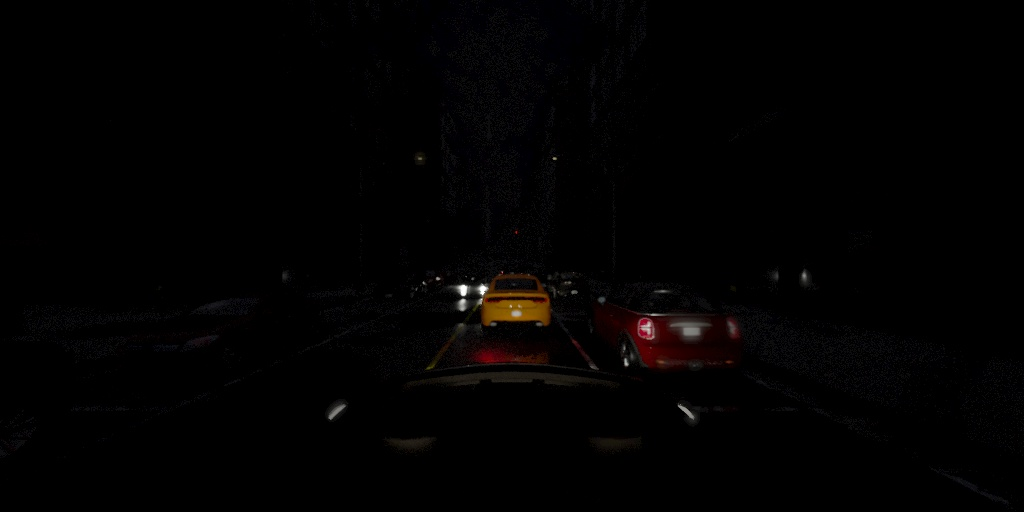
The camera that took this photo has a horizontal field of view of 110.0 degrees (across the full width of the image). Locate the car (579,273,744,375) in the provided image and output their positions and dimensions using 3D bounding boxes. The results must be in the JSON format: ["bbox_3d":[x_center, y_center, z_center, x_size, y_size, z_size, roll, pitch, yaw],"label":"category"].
[{"bbox_3d":[2.864,1.244,7.634,1.967,1.591,4.097,0,0,0],"label":"car"}]

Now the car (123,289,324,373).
[{"bbox_3d":[-5.662,1.386,7.645,1.802,1.307,4.207,0,0,0],"label":"car"}]

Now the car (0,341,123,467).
[{"bbox_3d":[-5.669,1.320,2.144,1.948,1.339,4.313,0,0,0],"label":"car"}]

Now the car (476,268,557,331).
[{"bbox_3d":[0.109,1.317,11.423,1.882,1.535,5.008,0,-1,0],"label":"car"}]

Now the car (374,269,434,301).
[{"bbox_3d":[-5.649,1.472,18.647,1.948,1.339,4.313,0,0,0],"label":"car"}]

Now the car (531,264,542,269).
[{"bbox_3d":[2.889,1.575,29.639,1.948,1.339,4.313,0,0,0],"label":"car"}]

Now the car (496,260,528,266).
[{"bbox_3d":[0.063,1.367,30.248,2.097,1.767,4.553,0,-1,1],"label":"car"}]

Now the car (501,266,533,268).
[{"bbox_3d":[0.117,1.486,20.354,1.994,1.385,4.181,0,-1,1],"label":"car"}]

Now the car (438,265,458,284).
[{"bbox_3d":[-5.636,1.449,29.649,1.967,1.591,4.097,0,0,0],"label":"car"}]

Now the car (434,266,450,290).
[{"bbox_3d":[-5.643,1.539,24.148,1.802,1.307,4.207,0,0,0],"label":"car"}]

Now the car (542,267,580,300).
[{"bbox_3d":[2.876,1.456,18.637,2.007,1.370,4.403,0,0,0],"label":"car"}]

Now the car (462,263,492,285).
[{"bbox_3d":[-2.978,1.518,29.666,1.837,1.490,4.892,0,-1,0],"label":"car"}]
